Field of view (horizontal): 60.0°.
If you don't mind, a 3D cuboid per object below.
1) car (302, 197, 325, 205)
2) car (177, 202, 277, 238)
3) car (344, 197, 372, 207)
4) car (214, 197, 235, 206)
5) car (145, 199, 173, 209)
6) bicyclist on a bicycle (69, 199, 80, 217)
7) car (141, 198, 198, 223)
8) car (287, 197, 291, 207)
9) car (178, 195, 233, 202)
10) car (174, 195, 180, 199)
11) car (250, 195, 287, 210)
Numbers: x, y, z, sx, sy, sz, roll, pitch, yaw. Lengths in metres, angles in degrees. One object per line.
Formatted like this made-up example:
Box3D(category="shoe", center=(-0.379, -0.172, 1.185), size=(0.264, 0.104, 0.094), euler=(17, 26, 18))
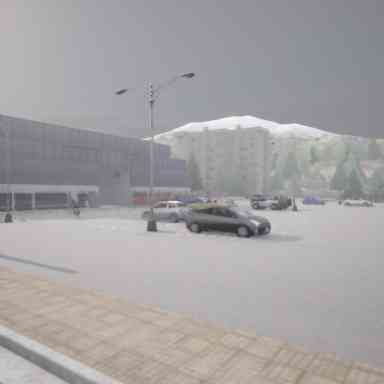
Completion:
Box3D(category="car", center=(21.196, 1.566, 57.865), size=(3.633, 1.501, 1.845), euler=(0, 0, 35))
Box3D(category="car", center=(1.764, 1.490, 17.257), size=(4.514, 1.523, 2.007), euler=(0, 0, 35))
Box3D(category="car", center=(25.524, 1.576, 51.141), size=(3.806, 1.475, 1.970), euler=(0, 0, 35))
Box3D(category="car", center=(5.921, 1.705, 60.334), size=(1.812, 1.442, 4.674), euler=(0, 0, 35))
Box3D(category="car", center=(-4.985, 1.744, 51.137), size=(1.994, 1.385, 4.181), euler=(0, 0, 36))
Box3D(category="bicyclist on a bicycle", center=(-10.704, 1.480, 30.196), size=(1.656, 1.620, 0.582), euler=(0, 0, 35))
Box3D(category="car", center=(-1.866, 1.425, 24.323), size=(3.806, 1.475, 1.970), euler=(0, 0, 35))
Box3D(category="car", center=(10.331, 1.290, 42.788), size=(4.605, 1.855, 1.932), euler=(0, 0, 35))
Box3D(category="car", center=(1.583, 1.347, 29.744), size=(5.027, 1.636, 2.152), euler=(0, 0, 35))
Box3D(category="car", center=(-0.606, 1.404, 51.088), size=(2.150, 2.045, 5.566), euler=(0, 0, 36))
Box3D(category="car", center=(8.987, 1.270, 40.180), size=(3.866, 1.878, 1.905), euler=(0, 0, 35))
